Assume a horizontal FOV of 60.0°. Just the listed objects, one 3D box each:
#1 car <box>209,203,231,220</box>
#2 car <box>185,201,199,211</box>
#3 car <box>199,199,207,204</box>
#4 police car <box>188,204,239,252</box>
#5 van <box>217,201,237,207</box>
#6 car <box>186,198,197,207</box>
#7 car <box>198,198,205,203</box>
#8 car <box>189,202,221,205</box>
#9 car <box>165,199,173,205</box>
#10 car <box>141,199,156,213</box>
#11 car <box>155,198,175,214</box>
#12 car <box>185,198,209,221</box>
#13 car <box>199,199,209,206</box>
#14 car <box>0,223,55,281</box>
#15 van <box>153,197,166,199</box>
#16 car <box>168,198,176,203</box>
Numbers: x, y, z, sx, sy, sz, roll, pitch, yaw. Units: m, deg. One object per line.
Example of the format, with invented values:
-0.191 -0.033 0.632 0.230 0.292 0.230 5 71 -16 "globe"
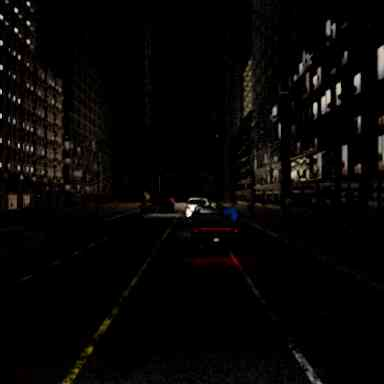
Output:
2.668 1.854 32.823 1.752 1.417 4.829 0 -1 0 "car"
-0.032 2.076 51.072 1.994 1.385 4.181 0 -1 0 "car"
2.636 2.386 83.662 1.887 1.381 4.507 0 -1 0 "car"
0.891 1.573 14.829 1.930 1.638 5.238 0 -1 0 "police car"
2.671 1.611 26.987 1.690 1.788 3.998 0 -1 0 "van"
-0.041 2.018 66.043 2.097 1.767 4.553 0 -1 0 "car"
2.629 2.501 94.998 1.887 1.381 4.507 0 -1 0 "car"
0.885 1.725 24.718 1.882 1.535 5.008 0 -1 0 "car"
-5.744 2.366 83.488 1.752 1.417 4.829 0 -1 0 "car"
-5.719 1.965 43.814 1.752 1.417 4.829 0 -1 0 "car"
-3.117 1.898 41.925 1.882 1.535 5.008 0 -1 0 "car"
0.641 1.532 30.829 2.150 2.045 5.566 0 -1 4 "car"
2.643 2.278 72.327 2.008 1.369 4.403 0 -1 0 "car"
-5.698 1.624 9.809 1.752 1.417 4.829 0 -1 0 "car"
-5.727 1.897 55.322 1.690 1.788 3.998 0 -1 0 "van"
-5.752 2.502 94.994 1.887 1.381 4.507 0 -1 0 "car"
